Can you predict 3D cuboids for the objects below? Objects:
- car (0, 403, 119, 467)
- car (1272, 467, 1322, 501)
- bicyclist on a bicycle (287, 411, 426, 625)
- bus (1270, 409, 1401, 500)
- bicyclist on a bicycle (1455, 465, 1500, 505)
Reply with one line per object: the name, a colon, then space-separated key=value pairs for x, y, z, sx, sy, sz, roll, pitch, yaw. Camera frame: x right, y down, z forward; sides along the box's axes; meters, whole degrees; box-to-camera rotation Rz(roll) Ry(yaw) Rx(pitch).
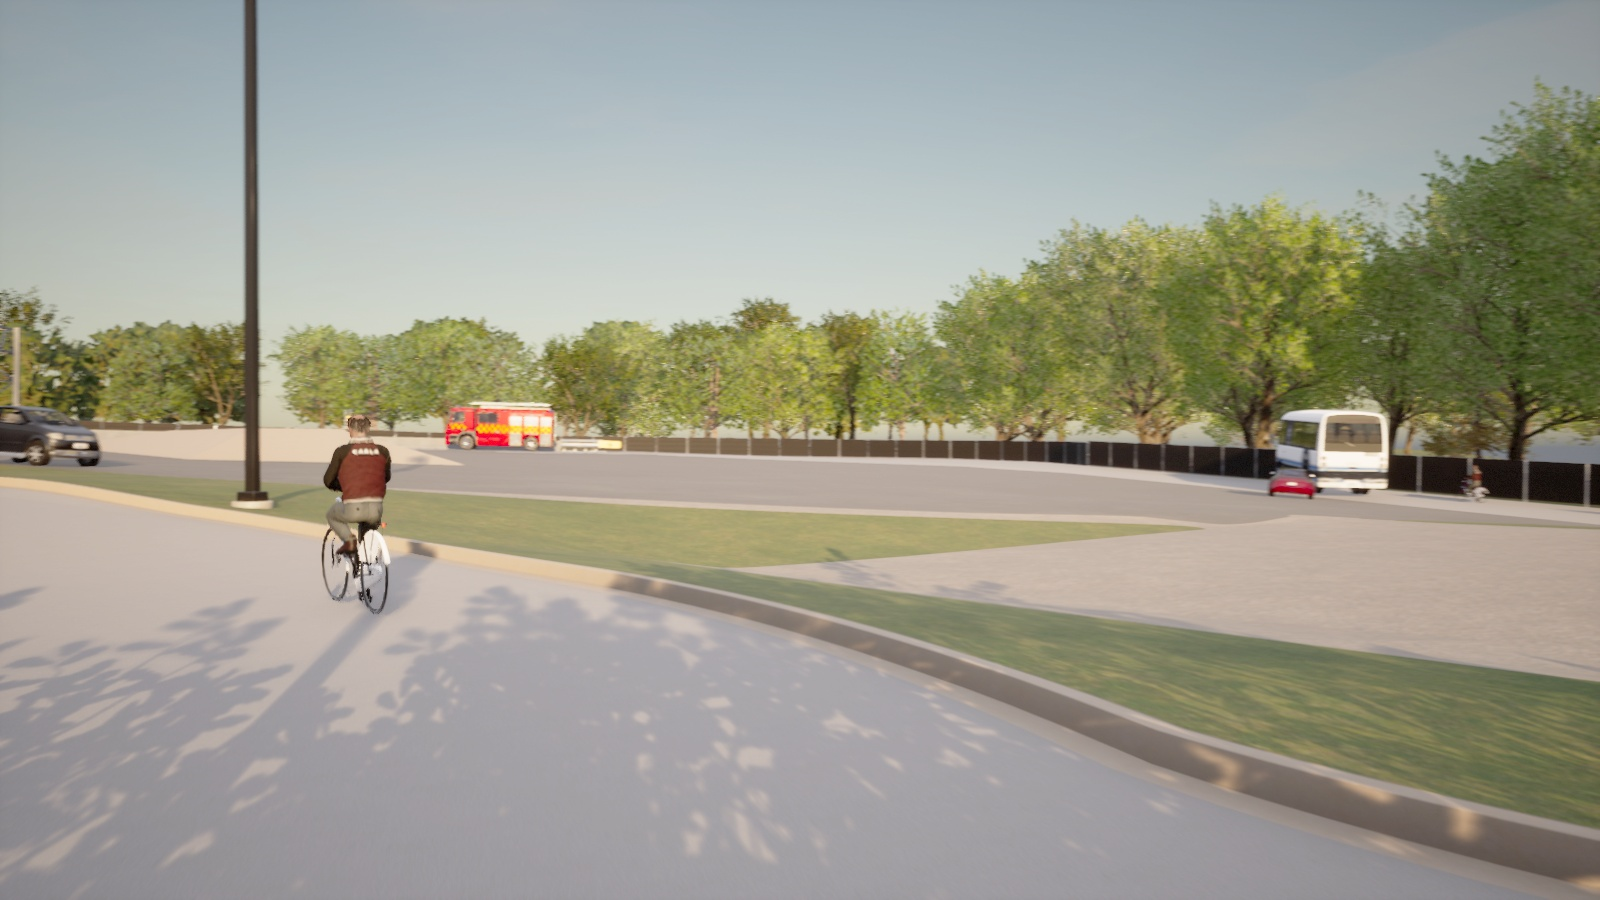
car: x=-20.330 y=-0.415 z=33.433 sx=3.705 sy=1.549 sz=1.789 roll=3 pitch=-1 yaw=21
car: x=22.873 y=1.527 z=57.839 sx=1.994 sy=1.385 sz=4.181 roll=4 pitch=1 yaw=21
bicyclist on a bicycle: x=-4.052 y=0.556 z=11.384 sx=0.659 sy=1.776 sz=1.843 roll=-1 pitch=1 yaw=-37
bus: x=28.018 y=0.048 z=66.411 sx=3.944 sy=4.253 sz=10.273 roll=1 pitch=3 yaw=9
bicyclist on a bicycle: x=31.417 y=1.610 z=58.286 sx=0.659 sy=1.776 sz=1.843 roll=0 pitch=2 yaw=-18
